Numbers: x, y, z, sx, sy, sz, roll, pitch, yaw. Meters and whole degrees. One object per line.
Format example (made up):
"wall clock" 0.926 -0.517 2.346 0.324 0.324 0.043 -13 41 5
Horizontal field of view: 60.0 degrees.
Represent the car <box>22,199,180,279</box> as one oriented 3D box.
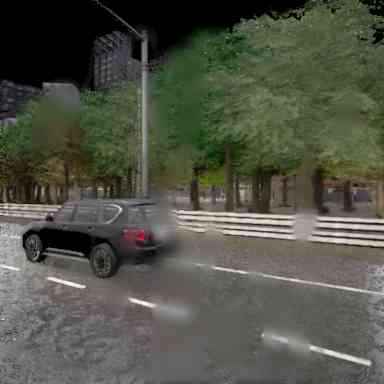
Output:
"car" -2.959 1.224 10.281 5.566 2.045 2.150 0 0 36
